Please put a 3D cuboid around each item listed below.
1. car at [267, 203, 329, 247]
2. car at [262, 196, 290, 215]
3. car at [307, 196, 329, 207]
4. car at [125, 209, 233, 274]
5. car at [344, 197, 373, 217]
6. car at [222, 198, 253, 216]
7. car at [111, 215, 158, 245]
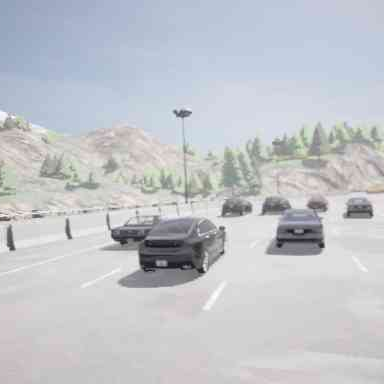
[{"bbox_3d":[4.606,1.422,14.215,2.033,1.411,5.357,-3,0,19],"label":"car"},{"bbox_3d":[8.169,1.165,32.103,2.097,1.767,4.553,-3,0,25],"label":"car"},{"bbox_3d":[12.426,1.159,32.880,1.812,1.442,4.674,-3,0,26],"label":"car"},{"bbox_3d":[-0.099,1.566,10.864,1.837,1.490,4.892,-3,0,17],"label":"car"},{"bbox_3d":[13.018,1.120,26.037,2.033,1.411,5.357,-3,0,24],"label":"car"},{"bbox_3d":[4.477,1.327,32.445,2.097,1.767,4.553,-3,0,25],"label":"car"},{"bbox_3d":[-1.980,1.772,16.475,1.895,1.301,4.718,-3,0,18],"label":"car"}]
